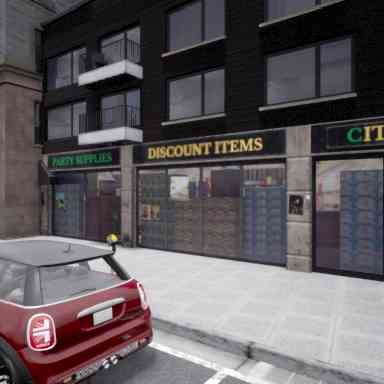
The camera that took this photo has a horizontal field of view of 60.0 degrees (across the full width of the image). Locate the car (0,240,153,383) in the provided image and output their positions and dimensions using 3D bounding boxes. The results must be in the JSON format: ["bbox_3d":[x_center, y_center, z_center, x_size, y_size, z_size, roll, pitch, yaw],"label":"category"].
[{"bbox_3d":[-2.594,1.440,4.925,4.097,1.590,1.967,0,0,35],"label":"car"}]
